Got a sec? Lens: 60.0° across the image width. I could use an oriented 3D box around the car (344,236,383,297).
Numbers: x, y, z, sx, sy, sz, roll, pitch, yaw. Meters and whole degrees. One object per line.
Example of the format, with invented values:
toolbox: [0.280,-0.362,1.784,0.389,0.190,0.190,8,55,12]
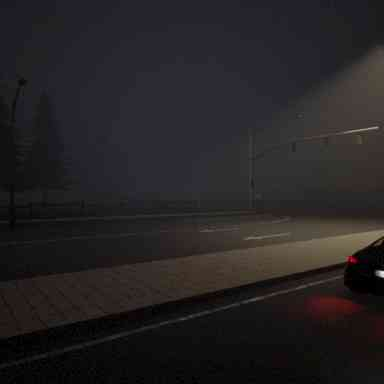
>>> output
car: [5.356,1.564,7.597,4.181,1.385,1.994,0,0,-35]
